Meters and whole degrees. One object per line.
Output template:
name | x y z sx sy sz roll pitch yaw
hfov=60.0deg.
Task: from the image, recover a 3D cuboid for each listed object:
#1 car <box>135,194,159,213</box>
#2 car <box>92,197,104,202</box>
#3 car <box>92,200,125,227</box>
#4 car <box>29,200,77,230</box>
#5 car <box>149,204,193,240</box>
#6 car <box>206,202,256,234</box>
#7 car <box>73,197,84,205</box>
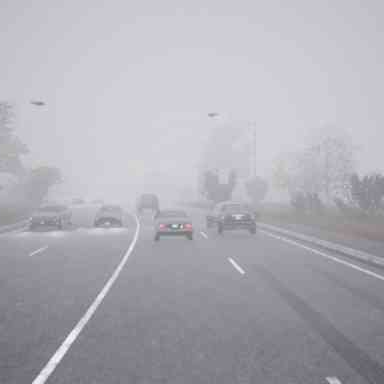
car | -5.174 1.248 38.062 2.150 2.045 5.566 0 0 -15
car | -17.651 1.609 62.457 1.994 1.385 4.181 0 0 -22
car | -5.700 1.567 23.328 2.033 1.411 5.357 0 0 -10
car | -8.991 1.530 21.530 1.837 1.490 4.892 0 0 -9
car | -1.072 1.557 17.220 2.033 1.411 5.357 0 0 -7
car | 2.125 1.357 19.318 2.097 1.767 4.553 0 0 -7
car | -20.950 1.648 61.315 1.895 1.301 4.718 0 0 -23
